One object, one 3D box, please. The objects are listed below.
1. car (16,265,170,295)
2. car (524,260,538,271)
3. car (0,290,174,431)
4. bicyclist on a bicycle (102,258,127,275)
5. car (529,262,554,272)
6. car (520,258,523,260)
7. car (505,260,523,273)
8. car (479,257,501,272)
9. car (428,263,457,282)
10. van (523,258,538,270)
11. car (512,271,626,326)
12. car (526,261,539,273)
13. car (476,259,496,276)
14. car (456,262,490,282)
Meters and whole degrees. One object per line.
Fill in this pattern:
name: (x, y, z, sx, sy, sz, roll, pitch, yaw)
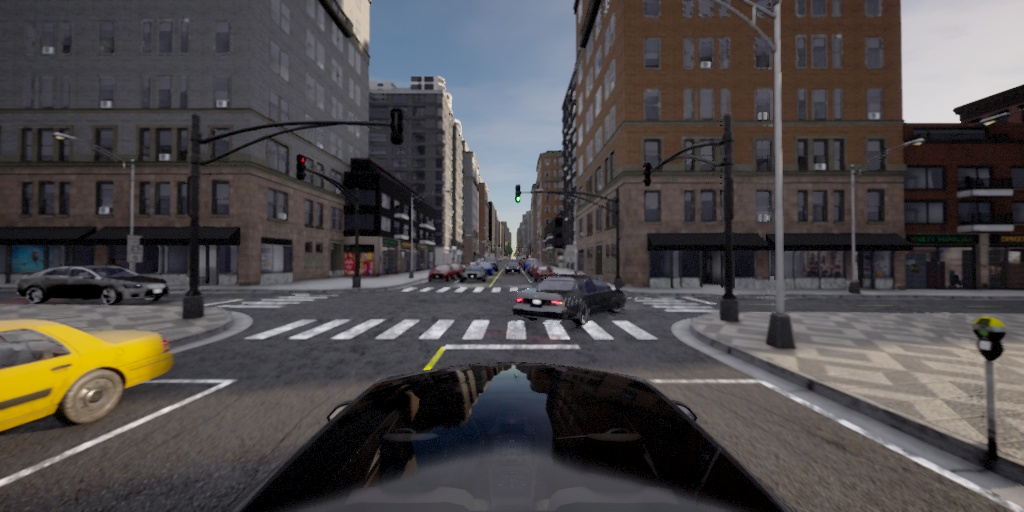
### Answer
car: (-16.762, 1.132, 14.525, 4.902, 1.511, 2.128, 1, -1, 1)
car: (2.663, 1.475, 41.700, 1.802, 1.307, 4.207, 0, 0, 0)
car: (-5.858, 1.281, 3.172, 1.751, 1.417, 4.829, 0, 0, 0)
bicyclist on a bicycle: (-23.015, 0.969, 20.804, 0.582, 1.620, 1.656, 0, 0, 0)
car: (2.665, 1.434, 30.353, 1.802, 1.307, 4.207, 0, 0, 0)
car: (2.662, 1.250, 53.046, 2.192, 1.841, 5.009, 0, 0, 0)
car: (0.094, 1.508, 45.438, 1.895, 1.301, 4.718, 0, 0, 0)
car: (-3.042, 1.148, 50.417, 2.150, 2.045, 5.566, 0, 0, 0)
car: (-5.862, 1.397, 30.361, 1.888, 1.381, 4.507, 0, 0, 0)
van: (2.663, 1.255, 47.373, 1.690, 1.789, 3.998, 0, 0, 0)
car: (2.131, 1.336, 12.010, 2.033, 1.411, 5.357, 0, 0, 35)
car: (2.664, 1.454, 36.027, 1.802, 1.307, 4.207, 0, 0, 0)
car: (-3.095, 1.364, 39.719, 1.882, 1.535, 5.008, 0, 0, 0)
car: (-3.111, 1.414, 29.686, 1.994, 1.385, 4.181, 0, 0, -1)
